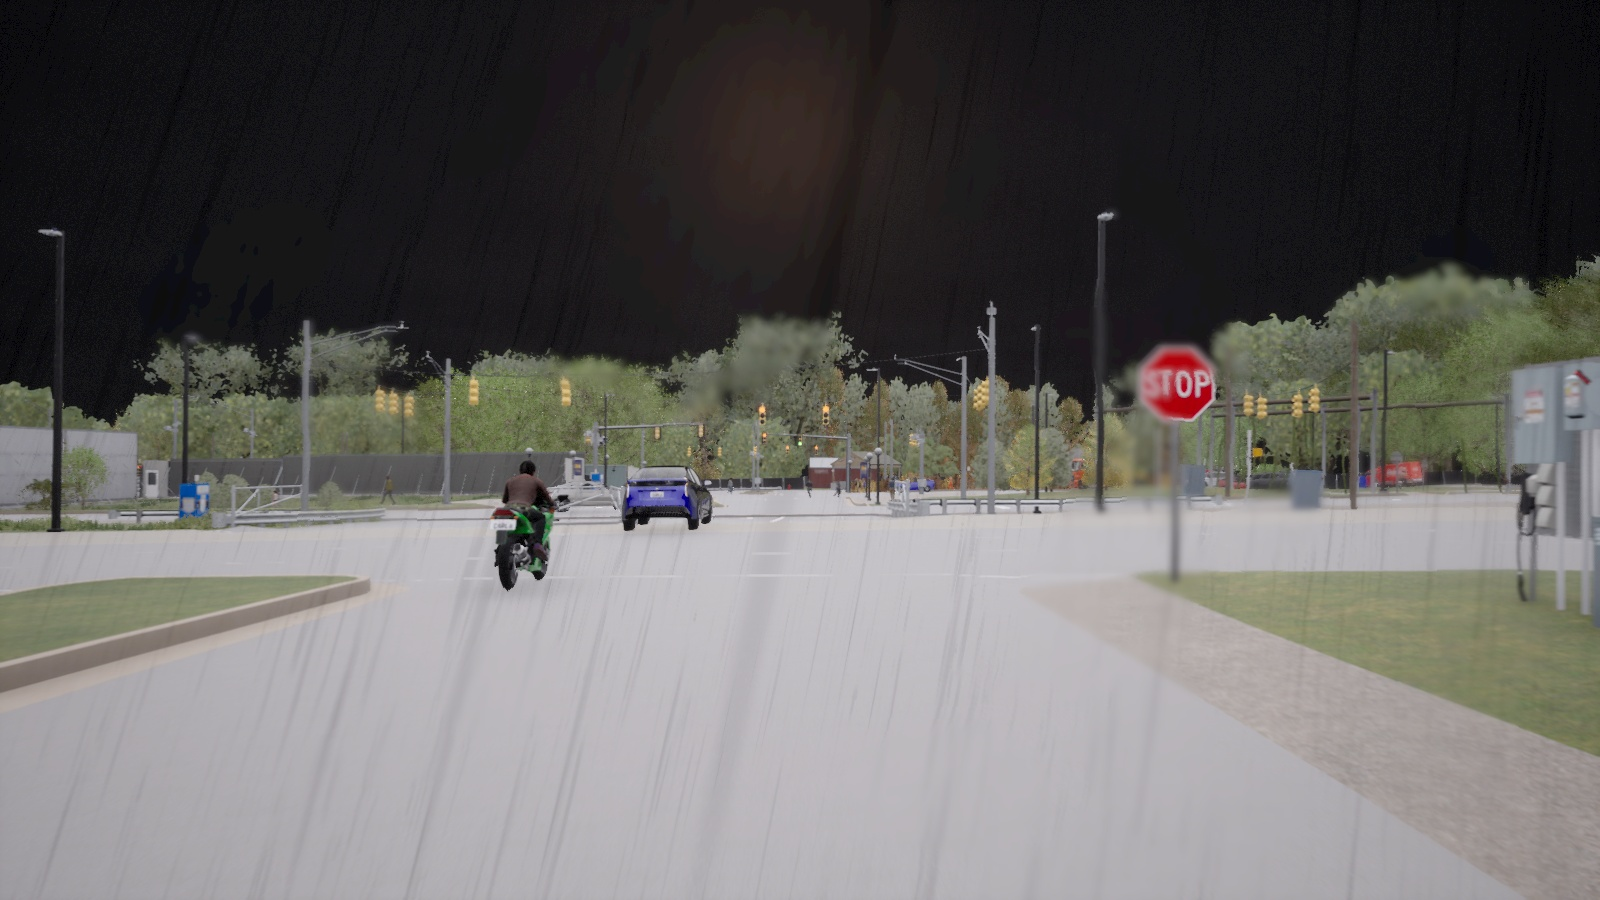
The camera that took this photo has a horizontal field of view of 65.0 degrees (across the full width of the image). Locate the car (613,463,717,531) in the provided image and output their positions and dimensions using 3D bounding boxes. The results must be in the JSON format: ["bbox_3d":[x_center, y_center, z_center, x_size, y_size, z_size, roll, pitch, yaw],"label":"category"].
[{"bbox_3d":[-3.241,1.102,31.085,2.007,1.525,4.514,-1,-1,1],"label":"car"}]

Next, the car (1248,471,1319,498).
[{"bbox_3d":[34.532,2.489,89.834,1.932,1.855,4.605,1,-3,-26],"label":"car"}]

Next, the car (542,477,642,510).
[{"bbox_3d":[-11.166,2.314,67.323,5.027,1.651,2.152,0,-1,-16],"label":"car"}]

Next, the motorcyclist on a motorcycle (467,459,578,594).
[{"bbox_3d":[-3.312,0.884,15.185,0.797,1.523,2.044,0,-1,3],"label":"motorcyclist on a motorcycle"}]

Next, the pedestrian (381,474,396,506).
[{"bbox_3d":[-24.246,2.365,74.045,0.726,1.835,0.370,1,-1,-1],"label":"pedestrian"}]

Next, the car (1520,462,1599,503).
[{"bbox_3d":[37.913,1.558,61.119,4.605,1.855,1.932,-1,-1,0],"label":"car"}]
